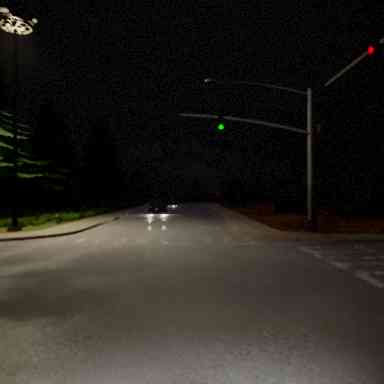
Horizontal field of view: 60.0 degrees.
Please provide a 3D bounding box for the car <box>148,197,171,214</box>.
[{"bbox_3d":[-3.764,1.589,37.453,1.837,1.490,4.892,0,0,0],"label":"car"}]

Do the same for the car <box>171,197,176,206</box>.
[{"bbox_3d":[-3.765,1.684,59.418,2.033,1.411,5.357,0,0,0],"label":"car"}]
